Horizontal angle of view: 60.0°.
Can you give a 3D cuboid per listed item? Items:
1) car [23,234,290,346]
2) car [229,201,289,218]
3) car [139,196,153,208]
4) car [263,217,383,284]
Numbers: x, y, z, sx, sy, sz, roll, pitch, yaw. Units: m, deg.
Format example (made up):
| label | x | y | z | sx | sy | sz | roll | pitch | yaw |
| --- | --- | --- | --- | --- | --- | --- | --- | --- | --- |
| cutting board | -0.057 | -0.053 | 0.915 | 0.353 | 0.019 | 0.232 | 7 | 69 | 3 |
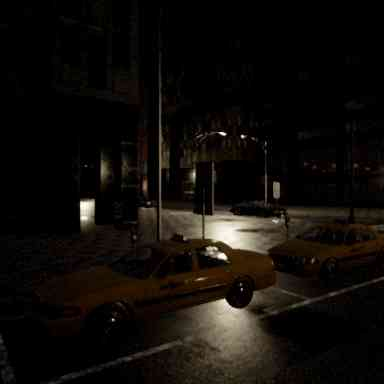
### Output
| label | x | y | z | sx | sy | sz | roll | pitch | yaw |
| --- | --- | --- | --- | --- | --- | --- | --- | --- | --- |
| car | -0.468 | 1.520 | 6.305 | 4.829 | 1.417 | 1.752 | 0 | 0 | -35 |
| car | 5.489 | 1.450 | 28.019 | 2.033 | 1.411 | 5.357 | 0 | 0 | -36 |
| car | -7.042 | 1.330 | 45.472 | 2.128 | 1.511 | 4.902 | 0 | 0 | -36 |
| car | 4.099 | 1.511 | 9.548 | 4.829 | 1.417 | 1.752 | 0 | 0 | -35 |
